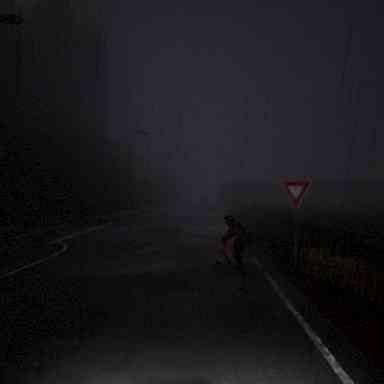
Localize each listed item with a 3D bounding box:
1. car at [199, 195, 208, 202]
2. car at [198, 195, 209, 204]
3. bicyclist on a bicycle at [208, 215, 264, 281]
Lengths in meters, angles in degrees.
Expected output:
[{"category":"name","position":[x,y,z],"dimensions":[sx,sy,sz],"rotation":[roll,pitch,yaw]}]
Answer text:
[{"category":"car","position":[2.547,1.404,73.125],"dimensions":[1.812,1.442,4.674],"rotation":[0,0,2]},{"category":"car","position":[2.169,1.481,62.513],"dimensions":[2.033,1.411,5.357],"rotation":[0,0,2]},{"category":"bicyclist on a bicycle","position":[1.105,1.434,8.601],"dimensions":[1.656,1.620,0.582],"rotation":[0,0,36]}]
